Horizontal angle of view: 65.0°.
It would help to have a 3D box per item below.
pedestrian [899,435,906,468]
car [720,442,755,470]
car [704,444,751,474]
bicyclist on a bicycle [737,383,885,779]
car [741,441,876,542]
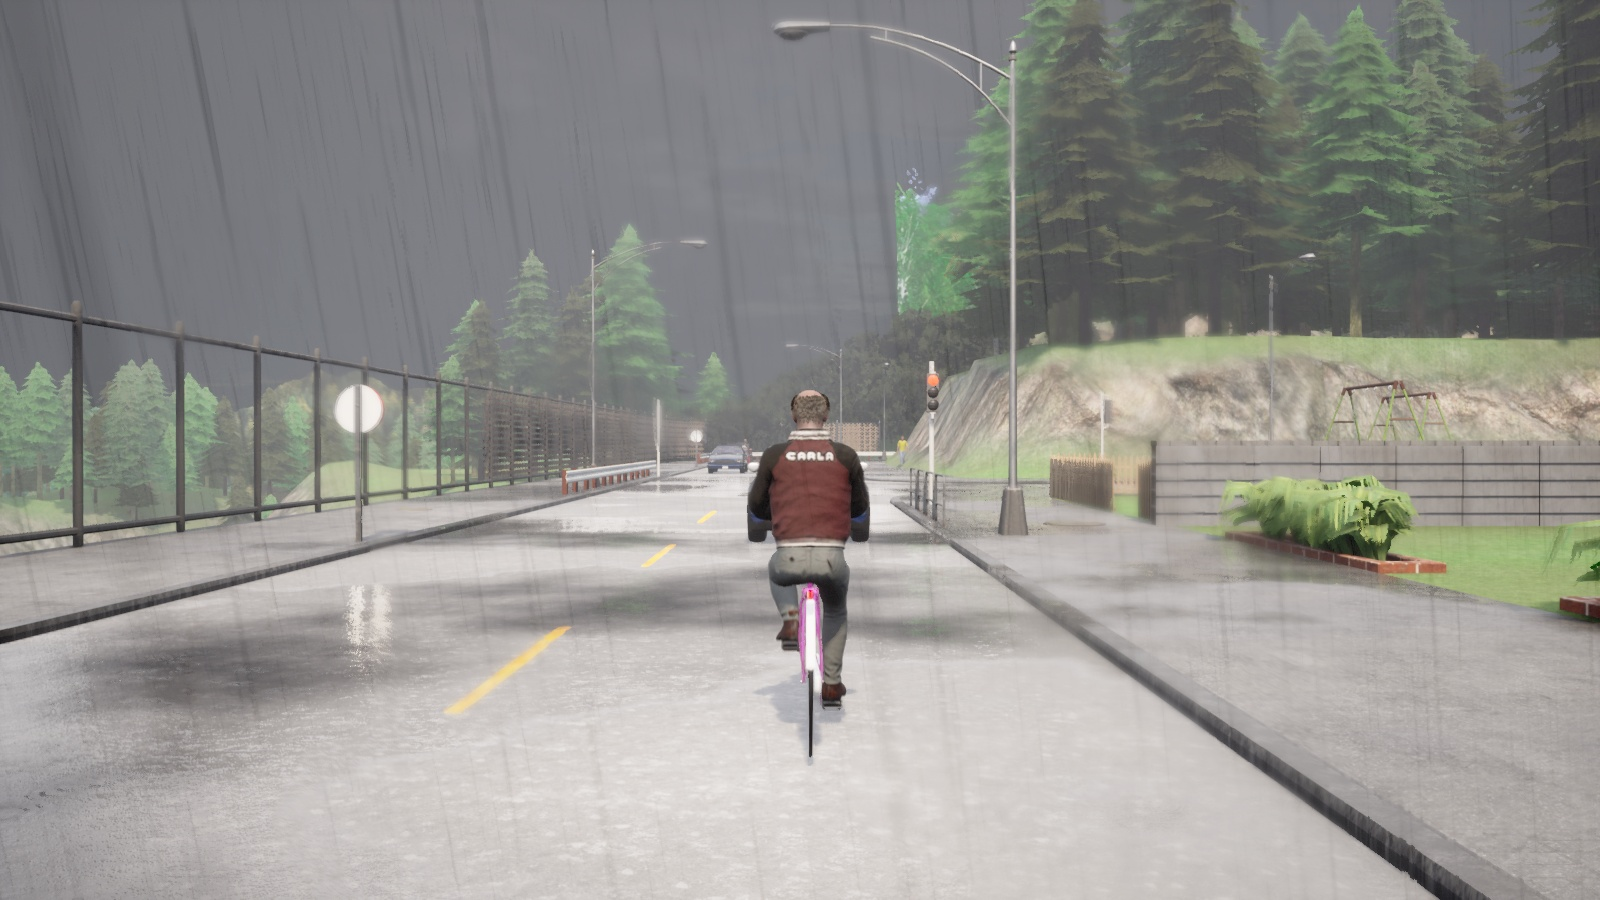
[{"bbox_3d":[5.679,0.066,69.665,0.354,1.836,0.706,0,0,1],"label":"pedestrian"},{"bbox_3d":[-3.579,0.313,72.130,1.789,1.549,3.705,0,0,0],"label":"car"},{"bbox_3d":[-3.595,0.432,63.269,2.033,1.411,5.357,0,0,0],"label":"car"},{"bbox_3d":[0.052,0.580,6.546,0.659,1.776,1.843,0,1,0],"label":"bicyclist on a bicycle"},{"bbox_3d":[0.130,0.597,20.234,1.970,1.475,3.806,0,0,0],"label":"car"}]
